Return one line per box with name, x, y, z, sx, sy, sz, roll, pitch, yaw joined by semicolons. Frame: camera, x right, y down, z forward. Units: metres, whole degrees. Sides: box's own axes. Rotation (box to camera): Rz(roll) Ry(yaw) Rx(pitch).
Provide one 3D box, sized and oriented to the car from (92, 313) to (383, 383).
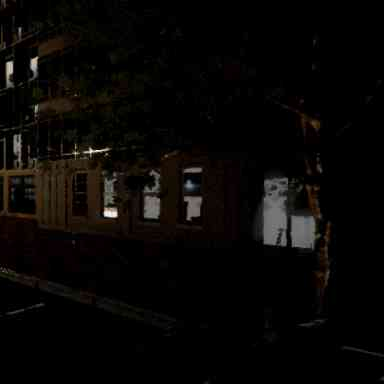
car;1.125;1.550;2.073;4.403;1.369;2.008;0;0;36
